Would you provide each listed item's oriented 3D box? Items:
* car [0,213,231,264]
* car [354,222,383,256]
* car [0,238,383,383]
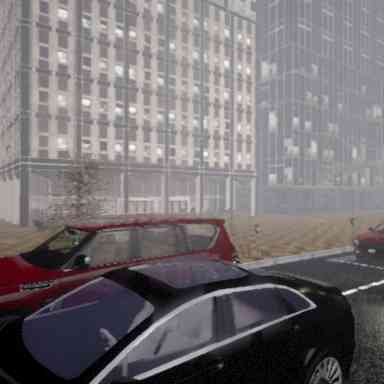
[{"bbox_3d":[-1.385,1.334,5.581,5.009,1.841,2.192,1,-1,-36],"label":"car"},{"bbox_3d":[7.611,1.667,12.002,4.507,1.381,1.887,1,-1,-36],"label":"car"},{"bbox_3d":[-0.344,1.505,3.135,4.902,1.511,2.128,1,0,-37],"label":"car"}]
